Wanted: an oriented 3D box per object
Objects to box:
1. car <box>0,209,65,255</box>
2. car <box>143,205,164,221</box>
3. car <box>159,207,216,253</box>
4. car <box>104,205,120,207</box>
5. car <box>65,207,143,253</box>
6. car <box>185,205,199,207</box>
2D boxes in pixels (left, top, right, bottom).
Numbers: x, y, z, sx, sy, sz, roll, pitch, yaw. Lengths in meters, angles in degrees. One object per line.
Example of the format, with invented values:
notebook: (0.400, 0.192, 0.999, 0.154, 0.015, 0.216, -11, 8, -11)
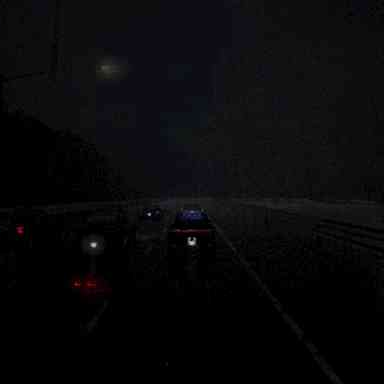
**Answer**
car: (-7.001, 1.480, 14.072, 2.097, 1.767, 4.553, 0, -1, 0)
car: (-3.501, 1.841, 29.323, 1.994, 1.385, 4.181, 0, 0, 0)
car: (0.000, 1.625, 14.289, 2.128, 1.511, 4.902, 0, 0, 0)
car: (-7.005, 1.840, 29.276, 1.994, 1.385, 4.181, 0, -1, 0)
car: (-3.499, 1.640, 14.294, 1.837, 1.490, 4.892, 0, 0, 0)
car: (-0.006, 1.820, 28.989, 2.033, 1.411, 5.357, 0, -1, 0)
